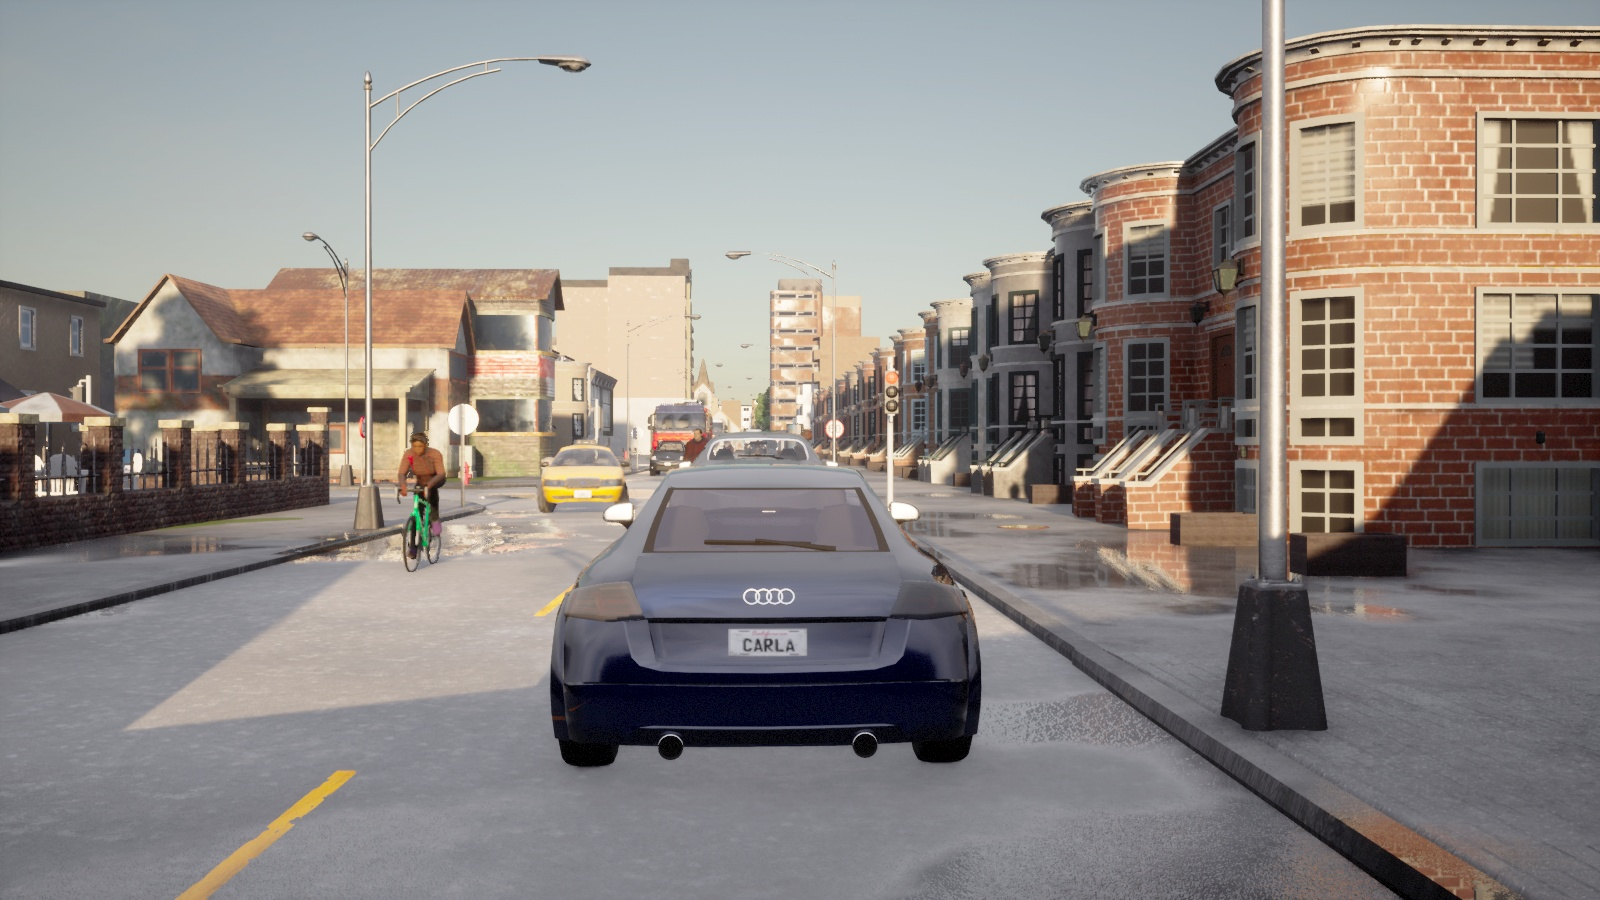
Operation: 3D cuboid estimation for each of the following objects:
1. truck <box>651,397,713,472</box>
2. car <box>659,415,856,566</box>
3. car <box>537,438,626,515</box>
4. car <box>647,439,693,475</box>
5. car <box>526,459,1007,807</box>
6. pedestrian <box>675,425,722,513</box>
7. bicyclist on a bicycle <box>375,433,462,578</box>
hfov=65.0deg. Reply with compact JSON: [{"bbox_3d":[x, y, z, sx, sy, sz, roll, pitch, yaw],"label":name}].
[{"bbox_3d":[-6.322,-0.810,68.437,2.891,3.827,8.468,0,0,-2],"label":"truck"},{"bbox_3d":[-0.538,0.433,16.299,2.152,1.651,5.027,0,0,-2],"label":"car"},{"bbox_3d":[-4.843,0.521,28.374,1.801,1.575,5.366,0,0,-8],"label":"car"},{"bbox_3d":[-5.971,0.312,58.107,1.851,1.617,3.988,0,0,-2],"label":"car"},{"bbox_3d":[-0.217,0.769,7.301,1.994,1.385,4.181,0,0,-2],"label":"car"},{"bbox_3d":[-2.150,0.387,26.743,0.634,1.844,0.899,0,0,25],"label":"pedestrian"},{"bbox_3d":[-4.490,0.612,14.883,0.582,1.620,1.656,0,1,-2],"label":"bicyclist on a bicycle"}]
